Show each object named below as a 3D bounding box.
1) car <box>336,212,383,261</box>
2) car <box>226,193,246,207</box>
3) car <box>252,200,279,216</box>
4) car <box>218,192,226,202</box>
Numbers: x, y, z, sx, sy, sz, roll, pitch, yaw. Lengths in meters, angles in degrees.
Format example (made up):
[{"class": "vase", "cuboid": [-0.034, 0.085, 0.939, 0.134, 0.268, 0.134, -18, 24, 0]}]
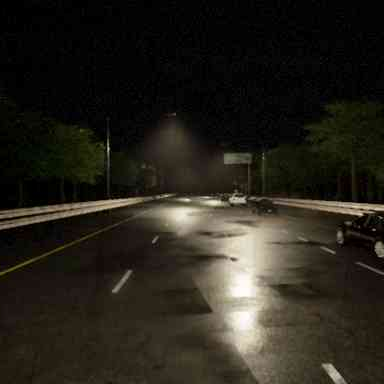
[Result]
[{"class": "car", "cuboid": [7.010, 1.505, 12.167, 1.837, 1.490, 4.892, 0, 0, 0]}, {"class": "car", "cuboid": [7.159, 1.231, 52.410, 2.150, 2.045, 5.566, 0, 0, 0]}, {"class": "car", "cuboid": [7.062, 1.531, 32.373, 1.812, 1.442, 4.674, 0, 0, 0]}, {"class": "car", "cuboid": [7.303, 1.322, 73.176, 2.097, 1.767, 4.553, 0, 0, 0]}]
